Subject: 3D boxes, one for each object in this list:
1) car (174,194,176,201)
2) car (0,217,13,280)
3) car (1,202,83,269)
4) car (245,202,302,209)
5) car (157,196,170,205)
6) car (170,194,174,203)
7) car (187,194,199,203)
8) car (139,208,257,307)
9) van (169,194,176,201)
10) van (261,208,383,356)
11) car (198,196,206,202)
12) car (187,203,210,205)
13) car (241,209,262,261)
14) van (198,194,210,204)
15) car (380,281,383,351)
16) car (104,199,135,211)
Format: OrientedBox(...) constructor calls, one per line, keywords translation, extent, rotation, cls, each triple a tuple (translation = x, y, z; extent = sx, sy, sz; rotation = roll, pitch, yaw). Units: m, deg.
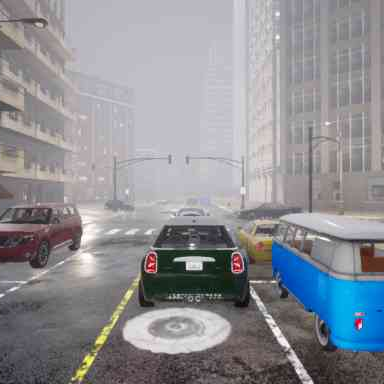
OrientedBox(translation=(-5.443, 1.705, 77.075), extent=(1.947, 1.339, 4.313), rotation=(0, 0, 0), cls="car")
OrientedBox(translation=(-5.319, 1.442, 5.880), extent=(1.967, 1.590, 4.097), rotation=(0, 0, 0), cls="car")
OrientedBox(translation=(-5.328, 1.320, 11.416), extent=(2.192, 1.841, 5.009), rotation=(0, 0, 0), cls="car")
OrientedBox(translation=(5.926, 1.490, 25.843), extent=(5.357, 1.411, 2.033), rotation=(-1, 0, -7), cls="car")
OrientedBox(translation=(-5.413, 1.612, 60.247), extent=(1.752, 1.417, 4.829), rotation=(0, 0, 0), cls="car")
OrientedBox(translation=(-5.433, 1.561, 71.523), extent=(1.967, 1.590, 4.097), rotation=(0, 0, 0), cls="car")
OrientedBox(translation=(0.009, 1.588, 68.202), extent=(1.882, 1.535, 5.008), rotation=(0, 0, 0), cls="car")
OrientedBox(translation=(0.050, 1.355, 8.120), extent=(2.097, 1.767, 4.553), rotation=(0, 0, 0), cls="car")
OrientedBox(translation=(-5.470, 1.541, 93.731), extent=(1.690, 1.788, 3.998), rotation=(0, 0, 0), cls="van")
OrientedBox(translation=(2.561, 1.343, 5.900), extent=(1.690, 1.788, 3.998), rotation=(0, 0, 0), cls="van")
OrientedBox(translation=(2.428, 1.703, 82.640), extent=(1.887, 1.381, 4.507), rotation=(0, 0, 0), cls="car")
OrientedBox(translation=(-0.029, 1.536, 17.164), extent=(1.812, 1.442, 4.674), rotation=(0, 0, 0), cls="car")
OrientedBox(translation=(2.550, 1.531, 11.606), extent=(1.752, 1.417, 4.829), rotation=(0, 0, 0), cls="car")
OrientedBox(translation=(2.467, 1.429, 60.431), extent=(1.690, 1.788, 3.998), rotation=(0, 0, 0), cls="van")
OrientedBox(translation=(2.569, 1.526, 0.536), extent=(1.752, 1.417, 4.829), rotation=(0, 0, 0), cls="car")
OrientedBox(translation=(-8.802, 1.583, 40.203), extent=(4.892, 1.490, 1.837), rotation=(1, 1, 44), cls="car")
